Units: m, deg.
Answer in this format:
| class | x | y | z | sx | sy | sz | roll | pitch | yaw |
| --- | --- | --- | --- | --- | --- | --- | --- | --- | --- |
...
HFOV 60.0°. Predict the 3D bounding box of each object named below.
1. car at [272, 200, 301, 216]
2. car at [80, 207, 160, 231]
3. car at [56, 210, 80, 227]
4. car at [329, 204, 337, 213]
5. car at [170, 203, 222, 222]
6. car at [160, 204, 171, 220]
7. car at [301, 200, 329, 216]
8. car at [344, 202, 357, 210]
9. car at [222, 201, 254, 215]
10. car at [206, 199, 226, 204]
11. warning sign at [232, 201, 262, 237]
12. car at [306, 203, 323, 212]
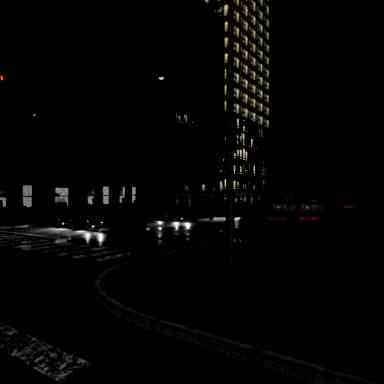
| class | x | y | z | sx | sy | sz | roll | pitch | yaw |
| --- | --- | --- | --- | --- | --- | --- | --- | --- | --- |
| car | 12.352 | 2.027 | 44.147 | 2.150 | 2.045 | 5.566 | 0 | -1 | 33 |
| car | -4.917 | 1.874 | 23.608 | 2.033 | 1.411 | 5.357 | 0 | -1 | 33 |
| car | -7.573 | 1.873 | 25.485 | 2.033 | 1.411 | 5.357 | 0 | -1 | 33 |
| car | 21.780 | 2.597 | 53.014 | 1.994 | 1.385 | 4.181 | 0 | -1 | 33 |
| car | 0.520 | 2.055 | 32.086 | 2.033 | 1.411 | 5.357 | 0 | -1 | 33 |
| car | -2.390 | 2.003 | 33.564 | 1.837 | 1.490 | 4.892 | 0 | -1 | 33 |
| car | 16.056 | 2.066 | 44.025 | 2.150 | 2.045 | 5.566 | 0 | -1 | 35 |
| car | 31.329 | 2.789 | 65.799 | 1.882 | 1.535 | 5.008 | 0 | -1 | 33 |
| car | 6.002 | 2.180 | 40.617 | 2.128 | 1.511 | 4.902 | 0 | -1 | 33 |
| car | 3.143 | 1.903 | 42.185 | 2.150 | 2.045 | 5.566 | 0 | -1 | 32 |
| warning sign | 3.091 | 1.454 | 18.556 | 1.300 | 1.860 | 1.060 | 1 | 1 | 33 |
| car | 21.541 | 2.670 | 58.485 | 1.994 | 1.385 | 4.181 | 0 | -1 | 33 |
